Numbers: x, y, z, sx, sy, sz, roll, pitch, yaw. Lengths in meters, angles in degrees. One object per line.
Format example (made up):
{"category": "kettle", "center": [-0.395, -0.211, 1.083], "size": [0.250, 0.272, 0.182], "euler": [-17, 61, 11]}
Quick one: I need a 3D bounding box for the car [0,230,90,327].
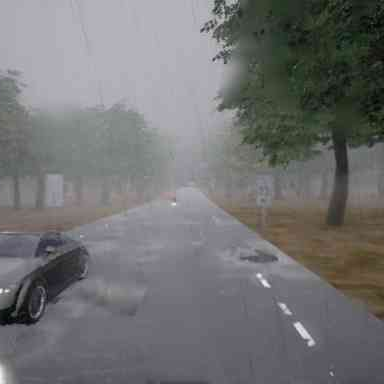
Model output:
{"category": "car", "center": [-3.601, 1.512, 6.869], "size": [1.994, 1.385, 4.181], "euler": [0, 0, 0]}

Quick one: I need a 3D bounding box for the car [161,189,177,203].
{"category": "car", "center": [-3.561, 0.551, 52.573], "size": [2.150, 2.045, 5.566], "euler": [0, 1, 1]}
